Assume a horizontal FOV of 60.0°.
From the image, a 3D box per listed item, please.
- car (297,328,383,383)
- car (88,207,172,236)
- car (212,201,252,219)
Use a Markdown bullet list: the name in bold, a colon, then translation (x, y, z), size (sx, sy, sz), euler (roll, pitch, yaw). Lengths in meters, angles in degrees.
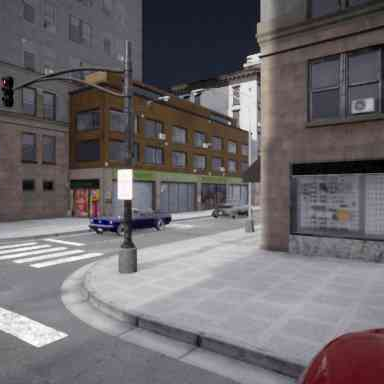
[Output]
- **car**: translation (2.732, 1.315, 0.876), size (5.009, 1.841, 2.192), euler (0, 0, 35)
- **car**: translation (-3.257, 1.535, 18.172), size (1.895, 1.301, 4.718), euler (0, 0, 35)
- **car**: translation (3.351, 1.448, 27.545), size (1.994, 1.385, 4.181), euler (0, 0, 35)
